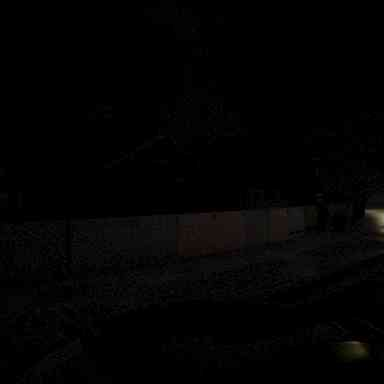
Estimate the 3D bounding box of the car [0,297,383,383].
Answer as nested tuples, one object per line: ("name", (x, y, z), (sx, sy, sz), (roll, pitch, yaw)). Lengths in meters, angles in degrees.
("car", (-0.164, 1.527, 1.887), (4.674, 1.442, 1.812), (0, 0, -38))
